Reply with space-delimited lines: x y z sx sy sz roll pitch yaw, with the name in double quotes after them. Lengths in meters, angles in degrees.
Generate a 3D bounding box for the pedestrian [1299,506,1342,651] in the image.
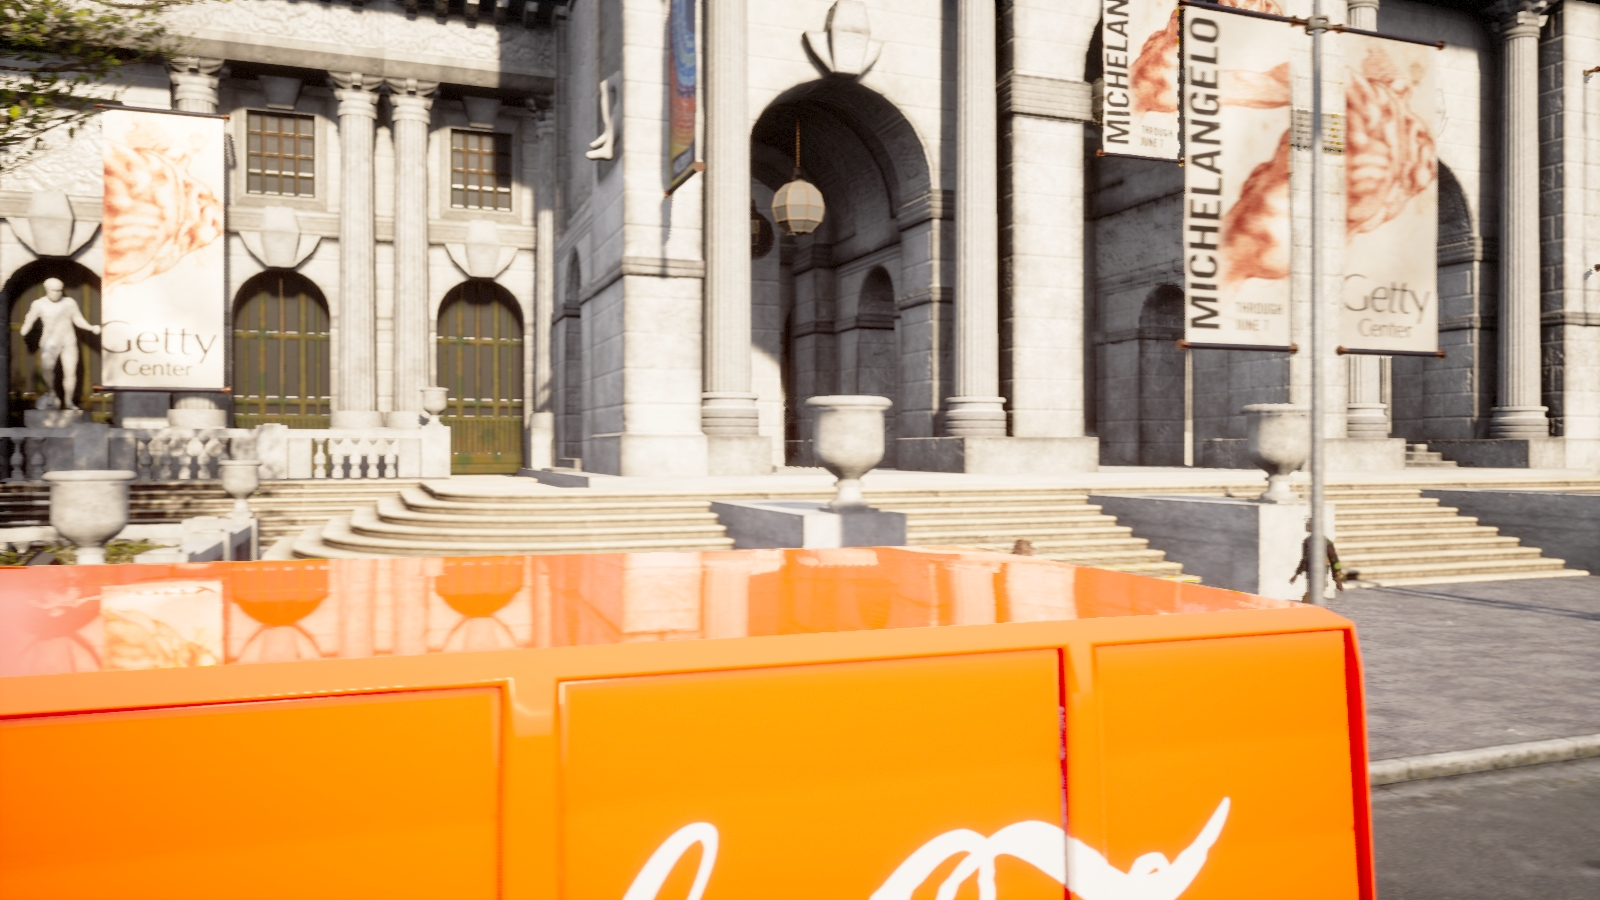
6.880 1.687 15.108 0.375 1.860 0.375 0 0 -11 "pedestrian"

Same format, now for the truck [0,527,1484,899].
-1.439 1.568 2.775 5.204 2.467 2.627 0 0 -20 "truck"
